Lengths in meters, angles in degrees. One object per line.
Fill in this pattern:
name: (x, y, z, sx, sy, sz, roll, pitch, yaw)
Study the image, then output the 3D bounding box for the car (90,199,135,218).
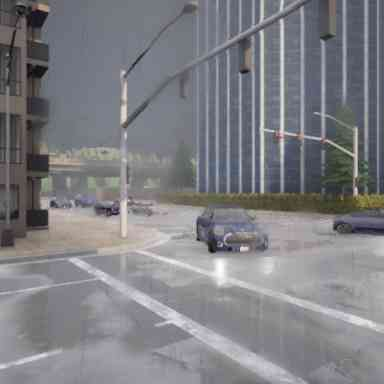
car: (-7.334, 1.595, 30.304, 1.895, 1.301, 4.718, 0, 0, -35)

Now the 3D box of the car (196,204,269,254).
car: (1.471, 1.347, 13.558, 2.097, 1.767, 4.553, 0, 0, -8)

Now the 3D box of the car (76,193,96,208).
car: (-15.193, 1.236, 47.789, 2.150, 2.045, 5.566, 0, 0, -35)

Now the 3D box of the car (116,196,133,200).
car: (-9.622, 1.343, 46.109, 2.097, 1.767, 4.553, 0, 0, -35)

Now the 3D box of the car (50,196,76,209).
car: (-18.098, 1.376, 45.836, 2.097, 1.767, 4.553, 0, 0, -35)

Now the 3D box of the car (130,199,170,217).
car: (-3.979, 1.593, 31.614, 1.895, 1.301, 4.718, 0, 0, -35)

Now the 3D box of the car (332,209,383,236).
car: (9.367, 1.555, 16.864, 4.181, 1.385, 1.994, 0, 0, 31)
